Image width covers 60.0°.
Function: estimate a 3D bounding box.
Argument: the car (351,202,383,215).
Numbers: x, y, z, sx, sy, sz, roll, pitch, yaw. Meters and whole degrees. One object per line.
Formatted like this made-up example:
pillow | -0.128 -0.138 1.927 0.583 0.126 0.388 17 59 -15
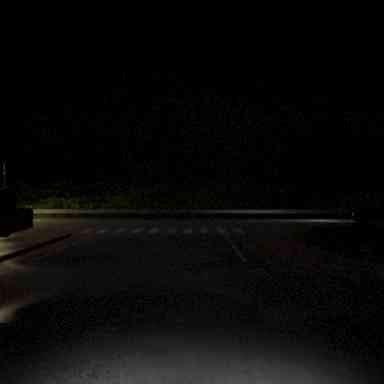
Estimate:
car | 15.602 1.570 27.148 4.902 1.511 2.128 0 0 0
